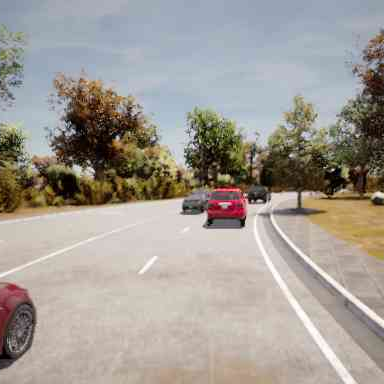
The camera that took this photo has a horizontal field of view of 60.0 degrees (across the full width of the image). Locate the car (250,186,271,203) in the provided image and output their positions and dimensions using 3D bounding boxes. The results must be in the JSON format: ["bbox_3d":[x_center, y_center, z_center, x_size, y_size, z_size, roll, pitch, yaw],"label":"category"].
[{"bbox_3d":[8.416,0.295,41.237,2.150,2.045,5.566,-1,1,22],"label":"car"}]

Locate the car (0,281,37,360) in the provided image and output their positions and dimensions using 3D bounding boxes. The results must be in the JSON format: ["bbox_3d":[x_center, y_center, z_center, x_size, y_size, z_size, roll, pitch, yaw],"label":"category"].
[{"bbox_3d":[-3.222,1.495,2.917,1.812,1.442,4.674,0,1,2],"label":"car"}]

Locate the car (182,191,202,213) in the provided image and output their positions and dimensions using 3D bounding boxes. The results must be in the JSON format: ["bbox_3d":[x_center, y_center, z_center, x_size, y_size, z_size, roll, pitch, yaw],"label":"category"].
[{"bbox_3d":[0.527,0.940,28.497,2.128,1.511,4.902,0,1,15],"label":"car"}]

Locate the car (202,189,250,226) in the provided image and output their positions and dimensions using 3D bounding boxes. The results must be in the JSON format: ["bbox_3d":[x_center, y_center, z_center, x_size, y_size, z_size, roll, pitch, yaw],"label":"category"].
[{"bbox_3d":[2.234,0.823,20.326,2.150,2.045,5.566,0,1,11],"label":"car"}]
